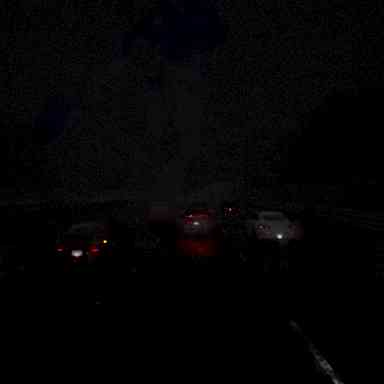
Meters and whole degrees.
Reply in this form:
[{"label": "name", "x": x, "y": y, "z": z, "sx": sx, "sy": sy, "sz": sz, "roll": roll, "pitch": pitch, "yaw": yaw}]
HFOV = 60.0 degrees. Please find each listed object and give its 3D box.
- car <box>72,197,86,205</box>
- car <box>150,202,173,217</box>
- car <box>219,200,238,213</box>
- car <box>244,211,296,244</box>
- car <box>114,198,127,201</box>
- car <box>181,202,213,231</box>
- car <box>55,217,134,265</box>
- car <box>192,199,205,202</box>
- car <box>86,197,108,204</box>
[{"label": "car", "x": -19.559, "y": 1.661, "z": 59.052, "sx": 1.882, "sy": 1.535, "sz": 5.008, "roll": 0, "pitch": 0, "yaw": 3}, {"label": "car", "x": -2.935, "y": 1.683, "z": 32.479, "sx": 2.033, "sy": 1.411, "sz": 5.357, "roll": 0, "pitch": 0, "yaw": 2}, {"label": "car", "x": 4.256, "y": 1.646, "z": 38.532, "sx": 1.837, "sy": 1.490, "sz": 4.892, "roll": 0, "pitch": 0, "yaw": 2}, {"label": "car", "x": 3.730, "y": 1.641, "z": 16.319, "sx": 1.812, "sy": 1.442, "sz": 4.674, "roll": 0, "pitch": 0, "yaw": 1}, {"label": "car", "x": -12.560, "y": 1.733, "z": 58.881, "sx": 2.033, "sy": 1.411, "sz": 5.357, "roll": 0, "pitch": 0, "yaw": 3}, {"label": "car", "x": 0.323, "y": 1.632, "z": 21.904, "sx": 1.837, "sy": 1.490, "sz": 4.892, "roll": 0, "pitch": 0, "yaw": 1}, {"label": "car", "x": -3.322, "y": 1.621, "z": 11.989, "sx": 1.812, "sy": 1.442, "sz": 4.674, "roll": 0, "pitch": 0, "yaw": 1}, {"label": "car", "x": 0.793, "y": 1.619, "z": 39.728, "sx": 1.882, "sy": 1.535, "sz": 5.008, "roll": 0, "pitch": 0, "yaw": 2}, {"label": "car", "x": -16.113, "y": 1.658, "z": 57.946, "sx": 1.882, "sy": 1.535, "sz": 5.008, "roll": 0, "pitch": 0, "yaw": 3}]
